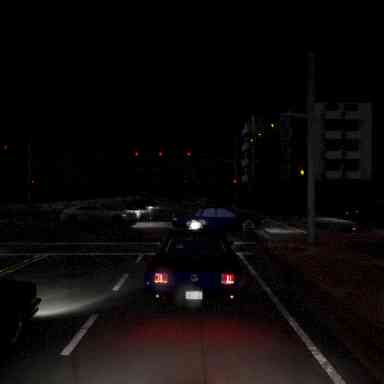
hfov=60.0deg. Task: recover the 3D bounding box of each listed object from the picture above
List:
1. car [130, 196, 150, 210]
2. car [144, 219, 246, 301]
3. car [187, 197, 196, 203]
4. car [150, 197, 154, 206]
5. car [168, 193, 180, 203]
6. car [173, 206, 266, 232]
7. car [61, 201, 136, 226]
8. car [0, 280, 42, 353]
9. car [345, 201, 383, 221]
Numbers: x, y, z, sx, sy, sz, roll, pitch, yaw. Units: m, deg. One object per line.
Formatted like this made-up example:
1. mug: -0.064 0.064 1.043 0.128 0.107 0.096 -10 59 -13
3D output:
1. car: -7.178 1.547 43.300 2.033 1.411 5.357 0 0 0
2. car: 0.114 1.601 8.291 1.895 1.301 4.718 0 0 2
3. car: -0.147 1.601 67.360 1.895 1.301 4.718 0 0 0
4. car: -7.195 1.505 53.446 1.837 1.490 4.892 0 0 0
5. car: -3.647 1.221 67.338 2.150 2.045 5.566 0 0 0
6. car: 1.459 1.547 19.282 5.357 1.411 2.033 0 0 -2
7. car: -6.486 1.525 22.641 4.674 1.442 1.812 0 0 0
8. car: -3.452 1.547 3.087 2.033 1.411 5.357 0 0 0
9. car: 15.001 1.505 27.013 4.892 1.490 1.837 0 0 -2
